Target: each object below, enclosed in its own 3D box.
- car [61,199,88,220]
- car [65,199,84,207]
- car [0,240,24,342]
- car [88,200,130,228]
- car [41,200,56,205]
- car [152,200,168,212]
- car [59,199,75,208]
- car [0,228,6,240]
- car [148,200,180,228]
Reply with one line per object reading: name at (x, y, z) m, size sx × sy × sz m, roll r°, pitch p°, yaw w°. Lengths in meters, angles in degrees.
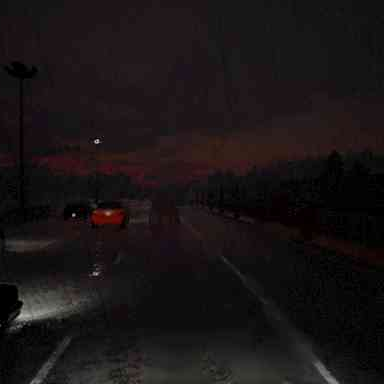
car at (-9.625, 1.564, 28.683) m, size 1.837 × 1.490 × 4.892 m, roll 0°, pitch 0°, yaw -6°
car at (-19.995, 1.875, 56.733) m, size 1.895 × 1.301 × 4.718 m, roll 0°, pitch -2°, yaw -6°
car at (-3.573, 1.560, 2.921) m, size 2.033 × 1.411 × 5.357 m, roll 0°, pitch 0°, yaw -2°
car at (-5.437, 1.389, 22.715) m, size 2.097 × 1.767 × 4.553 m, roll 0°, pitch 0°, yaw -6°
car at (-27.915, 2.280, 64.817) m, size 2.128 × 1.511 × 4.902 m, roll 0°, pitch -4°, yaw -6°
car at (-4.052, 1.652, 41.682) m, size 1.895 × 1.301 × 4.718 m, roll 0°, pitch 0°, yaw -6°
car at (-24.438, 2.242, 65.214) m, size 1.837 × 1.490 × 4.892 m, roll 0°, pitch -4°, yaw -6°
car at (-7.647, 1.509, 10.310) m, size 1.882 × 1.535 × 5.008 m, roll 0°, pitch 0°, yaw -5°
car at (-1.875, 1.514, 22.339) m, size 2.128 × 1.511 × 4.902 m, roll 0°, pitch 0°, yaw -6°
